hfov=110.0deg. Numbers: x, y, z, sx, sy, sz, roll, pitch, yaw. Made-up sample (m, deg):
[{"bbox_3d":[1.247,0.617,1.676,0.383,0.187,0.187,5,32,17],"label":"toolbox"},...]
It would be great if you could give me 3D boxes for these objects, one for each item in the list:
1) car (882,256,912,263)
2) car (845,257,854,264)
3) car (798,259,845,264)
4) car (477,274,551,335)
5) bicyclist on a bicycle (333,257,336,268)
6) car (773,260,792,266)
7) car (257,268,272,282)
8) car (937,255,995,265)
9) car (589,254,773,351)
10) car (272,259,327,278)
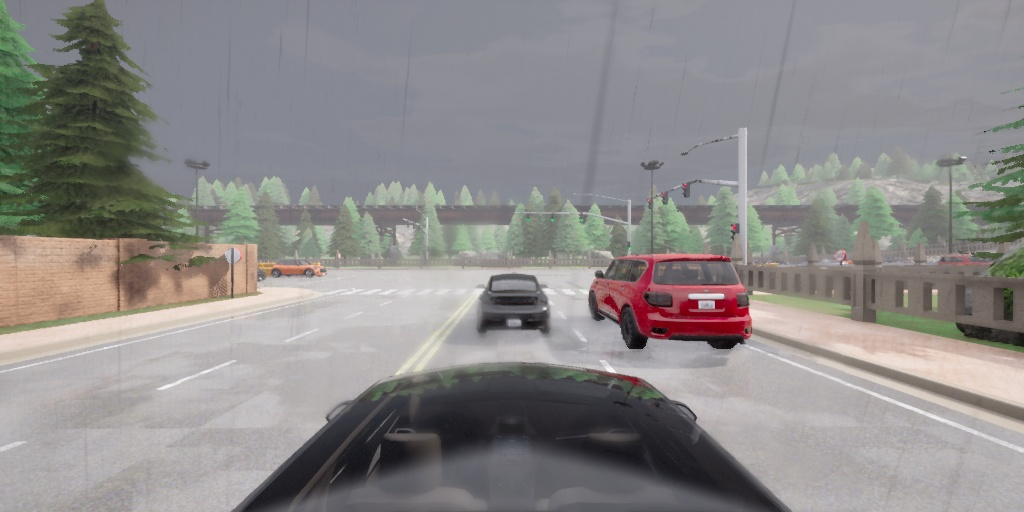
[{"bbox_3d":[42.821,0.895,41.096,4.553,1.767,2.097,-2,0,0],"label":"car"},{"bbox_3d":[39.230,1.187,44.583,4.674,1.442,1.812,-1,0,0],"label":"car"},{"bbox_3d":[34.189,1.291,41.057,5.357,1.411,2.033,0,0,0],"label":"car"},{"bbox_3d":[0.022,1.257,10.534,1.837,1.490,4.892,0,0,-1],"label":"car"},{"bbox_3d":[-27.397,1.056,55.721,0.582,1.620,1.656,0,0,0],"label":"bicyclist on a bicycle"},{"bbox_3d":[23.846,1.318,33.813,4.181,1.385,1.994,0,0,0],"label":"car"},{"bbox_3d":[-21.060,1.105,26.741,4.553,1.767,2.097,0,0,-2],"label":"car"},{"bbox_3d":[39.518,0.884,30.396,5.566,2.045,2.150,-2,0,0],"label":"car"},{"bbox_3d":[3.519,0.972,9.161,2.150,2.045,5.566,0,0,0],"label":"car"},{"bbox_3d":[-19.954,1.105,33.748,4.553,1.767,2.097,0,0,0],"label":"car"}]
